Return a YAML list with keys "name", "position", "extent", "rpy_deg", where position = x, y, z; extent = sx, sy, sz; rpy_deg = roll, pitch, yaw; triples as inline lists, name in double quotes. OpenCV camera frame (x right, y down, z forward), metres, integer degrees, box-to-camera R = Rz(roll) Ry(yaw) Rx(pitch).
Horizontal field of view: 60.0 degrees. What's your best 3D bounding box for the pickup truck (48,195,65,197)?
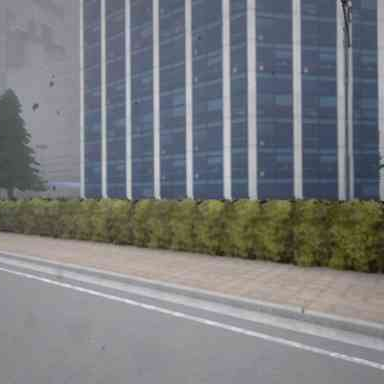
- name: "pickup truck"
  position: [-28.617, 1.687, 71.131]
  extent: [6.274, 2.098, 2.390]
  rpy_deg: [0, 0, -24]
